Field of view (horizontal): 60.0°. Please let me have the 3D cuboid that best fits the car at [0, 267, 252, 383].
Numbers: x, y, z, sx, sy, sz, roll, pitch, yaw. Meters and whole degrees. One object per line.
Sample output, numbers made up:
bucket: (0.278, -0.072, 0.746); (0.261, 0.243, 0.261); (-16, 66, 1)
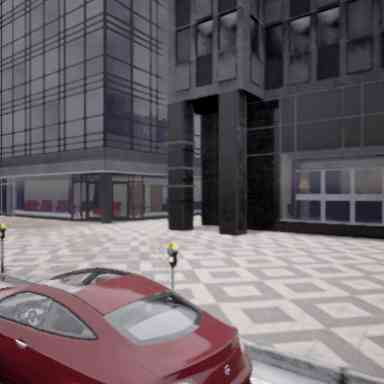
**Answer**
car: (-1.366, 1.590, 3.937); (4.206, 1.307, 1.802); (0, 0, 36)
